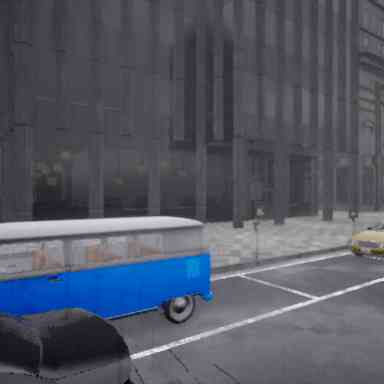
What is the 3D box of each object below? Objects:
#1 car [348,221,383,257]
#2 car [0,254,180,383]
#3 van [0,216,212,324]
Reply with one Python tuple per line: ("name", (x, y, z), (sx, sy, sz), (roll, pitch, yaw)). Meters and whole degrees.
("car", (7.473, 1.537, 11.938), (4.829, 1.417, 1.752), (0, 0, -35))
("car", (-2.682, 1.477, 1.474), (5.008, 1.535, 1.882), (0, 0, -35))
("van", (-1.539, 1.342, 5.547), (3.998, 1.788, 1.690), (0, 0, -35))
